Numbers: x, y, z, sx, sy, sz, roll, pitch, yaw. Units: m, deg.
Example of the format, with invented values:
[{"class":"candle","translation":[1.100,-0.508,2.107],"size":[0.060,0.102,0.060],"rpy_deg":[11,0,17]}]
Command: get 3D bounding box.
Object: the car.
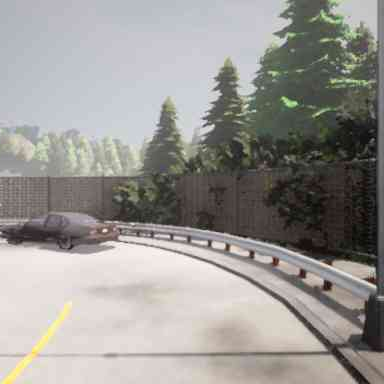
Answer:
[{"class":"car","translation":[-5.663,1.557,14.072],"size":[5.357,1.411,2.033],"rpy_deg":[0,0,26]}]
